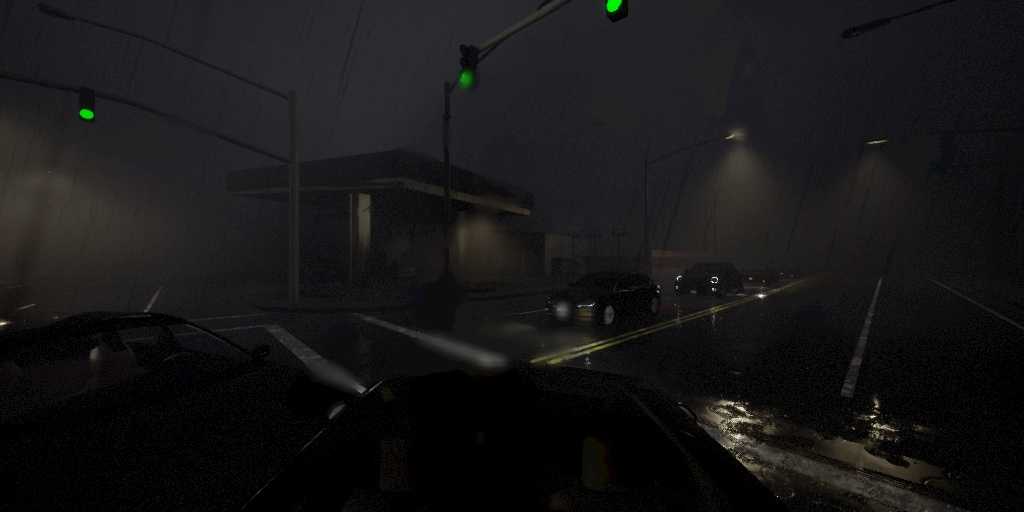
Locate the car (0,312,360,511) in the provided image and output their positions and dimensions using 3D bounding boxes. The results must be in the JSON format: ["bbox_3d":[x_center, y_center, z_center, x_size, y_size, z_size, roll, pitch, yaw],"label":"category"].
[{"bbox_3d":[-3.365,1.242,2.751,4.902,1.511,2.128,0,0,16],"label":"car"}]

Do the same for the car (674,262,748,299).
[{"bbox_3d":[10.114,1.102,18.329,4.553,1.767,2.097,0,0,-44],"label":"car"}]

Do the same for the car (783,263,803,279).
[{"bbox_3d":[24.471,1.314,31.987,4.181,1.385,1.994,0,0,-43],"label":"car"}]

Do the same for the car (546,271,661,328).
[{"bbox_3d":[3.129,1.255,11.632,4.892,1.490,1.837,0,0,-44],"label":"car"}]

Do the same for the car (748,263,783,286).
[{"bbox_3d":[17.188,1.314,25.089,4.181,1.385,1.994,0,0,-45],"label":"car"}]
